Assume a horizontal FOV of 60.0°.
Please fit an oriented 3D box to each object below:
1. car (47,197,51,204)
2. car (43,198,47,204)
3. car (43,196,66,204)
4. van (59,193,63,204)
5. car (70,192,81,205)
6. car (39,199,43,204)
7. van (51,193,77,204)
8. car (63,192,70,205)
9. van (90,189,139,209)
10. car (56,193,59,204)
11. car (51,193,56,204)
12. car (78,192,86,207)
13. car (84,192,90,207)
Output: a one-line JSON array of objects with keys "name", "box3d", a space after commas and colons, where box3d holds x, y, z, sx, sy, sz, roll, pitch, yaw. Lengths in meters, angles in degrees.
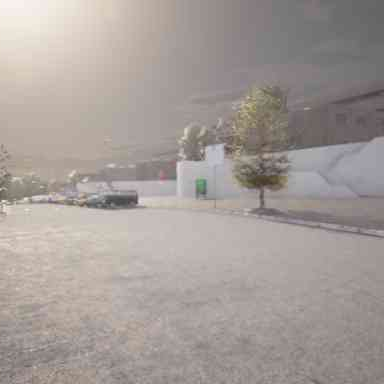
[{"name": "car", "box3d": [-23.563, 1.181, 62.738, 2.435, 2.045, 5.566, -2, -1, 41]}, {"name": "car", "box3d": [-26.500, 1.311, 67.883, 2.435, 2.045, 5.566, -2, -1, 41]}, {"name": "car", "box3d": [-32.271, 1.765, 78.316, 2.185, 1.767, 4.553, -2, -2, 41]}, {"name": "van", "box3d": [-17.831, 1.006, 52.231, 1.878, 1.987, 4.442, -1, 0, 41]}, {"name": "car", "box3d": [-12.054, 1.038, 41.784, 1.946, 1.575, 5.366, -1, 0, 41]}, {"name": "car", "box3d": [-30.955, 1.795, 75.549, 1.946, 1.575, 5.366, -2, -1, 41]}, {"name": "van", "box3d": [-25.106, 1.269, 65.223, 1.878, 1.987, 4.442, -2, -1, 41]}, {"name": "car", "box3d": [-16.280, 1.058, 49.745, 2.185, 1.767, 4.553, -1, 0, 41]}, {"name": "van", "box3d": [-7.649, 0.671, 34.042, 1.878, 1.987, 4.442, -1, 0, 41]}, {"name": "car", "box3d": [-19.092, 1.275, 55.063, 1.946, 1.575, 5.366, -2, -1, 41]}, {"name": "car", "box3d": [-22.114, 1.378, 60.116, 2.097, 1.535, 5.008, -1, 0, 41]}, {"name": "car", "box3d": [-10.476, 1.032, 39.328, 2.002, 1.452, 4.674, -1, 0, 41]}, {"name": "car", "box3d": [-9.030, 0.985, 36.730, 2.002, 1.452, 4.674, -2, -1, 41]}]
